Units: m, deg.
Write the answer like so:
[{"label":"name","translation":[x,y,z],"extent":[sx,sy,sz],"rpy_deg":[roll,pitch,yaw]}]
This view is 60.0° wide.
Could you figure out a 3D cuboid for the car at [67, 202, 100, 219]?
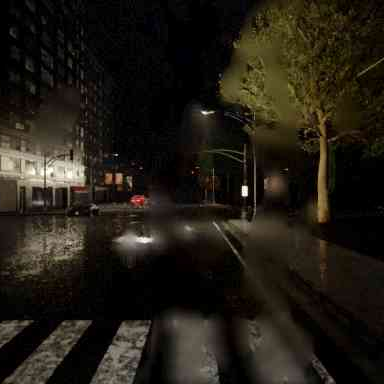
[{"label":"car","translation":[-9.760,1.637,30.230],"extent":[1.994,1.385,4.181],"rpy_deg":[1,0,0]}]

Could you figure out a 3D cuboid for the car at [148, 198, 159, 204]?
[{"label":"car","translation":[-9.553,2.234,83.119],"extent":[2.033,1.411,5.357],"rpy_deg":[0,-1,0]}]

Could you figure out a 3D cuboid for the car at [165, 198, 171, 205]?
[{"label":"car","translation":[-6.328,2.080,72.749],"extent":[2.033,1.411,5.357],"rpy_deg":[0,-1,0]}]

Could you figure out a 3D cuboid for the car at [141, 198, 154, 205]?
[{"label":"car","translation":[-9.579,2.061,72.398],"extent":[2.128,1.511,4.902],"rpy_deg":[0,-1,0]}]

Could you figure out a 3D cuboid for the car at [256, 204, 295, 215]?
[{"label":"car","translation":[11.566,2.411,45.982],"extent":[5.357,1.411,2.033],"rpy_deg":[2,-1,-19]}]

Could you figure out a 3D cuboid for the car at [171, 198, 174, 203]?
[{"label":"car","translation":[-6.302,2.178,83.511],"extent":[1.882,1.535,5.008],"rpy_deg":[0,-1,0]}]

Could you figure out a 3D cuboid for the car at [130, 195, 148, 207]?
[{"label":"car","translation":[-9.673,1.599,60.039],"extent":[2.150,2.045,5.566],"rpy_deg":[0,-1,0]}]

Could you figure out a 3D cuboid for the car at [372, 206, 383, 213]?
[{"label":"car","translation":[41.785,3.912,74.357],"extent":[4.892,1.490,1.837],"rpy_deg":[4,-3,-45]}]

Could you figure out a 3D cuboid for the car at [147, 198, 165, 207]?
[{"label":"car","translation":[-6.429,1.900,59.923],"extent":[1.812,1.442,4.674],"rpy_deg":[0,-1,0]}]
